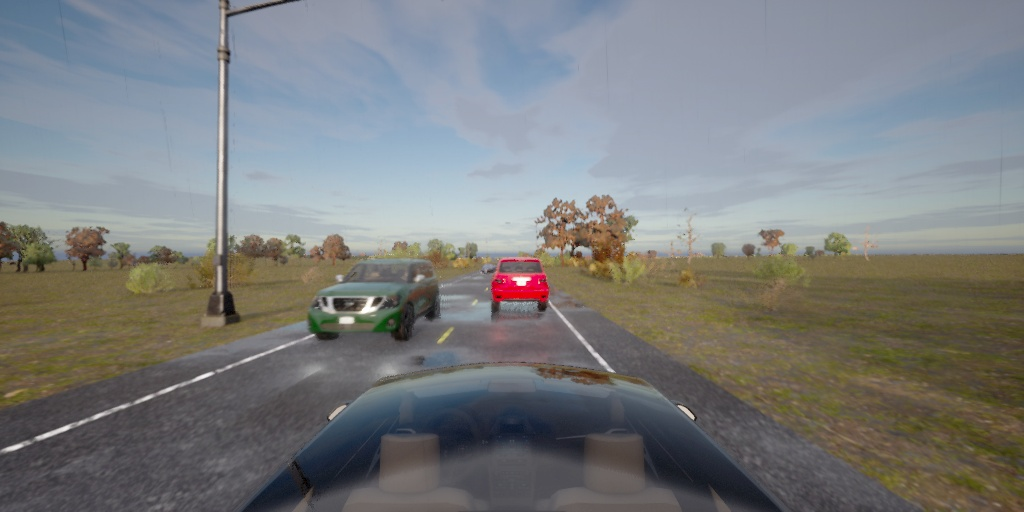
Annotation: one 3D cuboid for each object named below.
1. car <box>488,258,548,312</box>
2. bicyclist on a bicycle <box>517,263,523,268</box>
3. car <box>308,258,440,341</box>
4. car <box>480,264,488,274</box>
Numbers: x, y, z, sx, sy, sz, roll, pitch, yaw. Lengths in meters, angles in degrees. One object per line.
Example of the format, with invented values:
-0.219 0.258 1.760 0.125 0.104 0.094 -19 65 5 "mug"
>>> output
0.157 1.134 15.368 2.150 2.045 5.566 0 -2 -4 "car"
0.984 1.612 40.810 0.659 1.776 1.843 0 0 0 "bicyclist on a bicycle"
-3.596 1.082 10.574 2.150 2.045 5.566 0 -1 0 "car"
-3.561 1.930 53.636 1.812 1.442 4.674 0 -1 0 "car"
